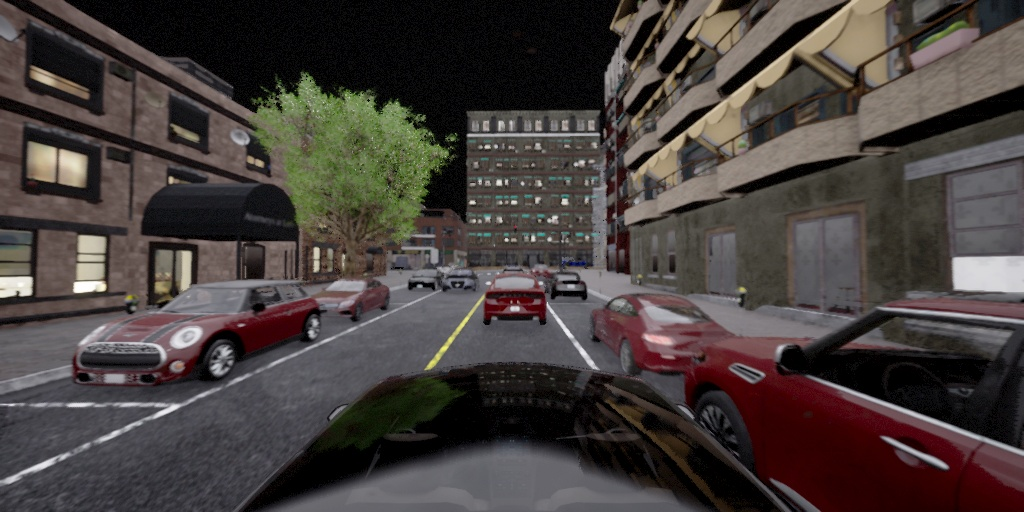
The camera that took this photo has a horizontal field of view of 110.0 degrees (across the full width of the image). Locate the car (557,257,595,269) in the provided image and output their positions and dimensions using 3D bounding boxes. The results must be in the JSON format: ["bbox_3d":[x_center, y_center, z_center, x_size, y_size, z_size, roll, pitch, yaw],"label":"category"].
[{"bbox_3d":[9.621,1.105,54.295,5.566,2.045,2.150,-1,-1,1],"label":"car"}]

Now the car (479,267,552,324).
[{"bbox_3d":[0.095,1.316,12.405,1.882,1.535,5.008,0,0,0],"label":"car"}]

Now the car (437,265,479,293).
[{"bbox_3d":[-3.090,1.486,22.404,1.994,1.385,4.181,0,0,0],"label":"car"}]

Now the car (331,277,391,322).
[{"bbox_3d":[-5.652,1.424,12.777,1.802,1.307,4.207,0,0,0],"label":"car"}]

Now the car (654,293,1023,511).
[{"bbox_3d":[2.691,1.063,1.460,2.192,1.841,5.009,0,0,0],"label":"car"}]

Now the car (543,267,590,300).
[{"bbox_3d":[2.698,1.455,18.519,1.948,1.339,4.313,0,0,0],"label":"car"}]

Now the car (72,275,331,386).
[{"bbox_3d":[-5.655,1.235,7.091,1.967,1.591,4.097,0,0,0],"label":"car"}]

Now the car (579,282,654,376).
[{"bbox_3d":[2.693,1.376,7.146,1.802,1.307,4.207,0,0,0],"label":"car"}]

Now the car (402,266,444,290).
[{"bbox_3d":[-5.648,1.503,24.149,1.948,1.339,4.313,0,0,0],"label":"car"}]

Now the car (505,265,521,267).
[{"bbox_3d":[0.106,1.484,30.778,2.128,1.511,4.902,0,-1,0],"label":"car"}]

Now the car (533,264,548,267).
[{"bbox_3d":[2.751,1.473,35.575,1.967,1.591,4.097,0,0,0],"label":"car"}]

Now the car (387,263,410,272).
[{"bbox_3d":[-17.364,1.730,54.682,4.718,1.301,1.895,-1,-1,1],"label":"car"}]
